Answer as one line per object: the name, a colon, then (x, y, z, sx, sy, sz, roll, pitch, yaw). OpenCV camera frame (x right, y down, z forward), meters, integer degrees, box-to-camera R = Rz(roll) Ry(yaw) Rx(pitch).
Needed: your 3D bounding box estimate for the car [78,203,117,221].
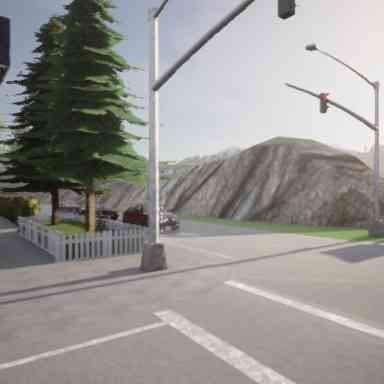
car: (-7.875, 1.771, 28.407, 1.895, 1.301, 4.718, 0, 0, -35)

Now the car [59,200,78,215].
car: (-13.704, 1.650, 36.730, 1.882, 1.535, 5.008, 0, 0, -35)

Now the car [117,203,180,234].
car: (-2.652, 1.521, 20.957, 2.097, 1.767, 4.553, 0, 0, -35)
